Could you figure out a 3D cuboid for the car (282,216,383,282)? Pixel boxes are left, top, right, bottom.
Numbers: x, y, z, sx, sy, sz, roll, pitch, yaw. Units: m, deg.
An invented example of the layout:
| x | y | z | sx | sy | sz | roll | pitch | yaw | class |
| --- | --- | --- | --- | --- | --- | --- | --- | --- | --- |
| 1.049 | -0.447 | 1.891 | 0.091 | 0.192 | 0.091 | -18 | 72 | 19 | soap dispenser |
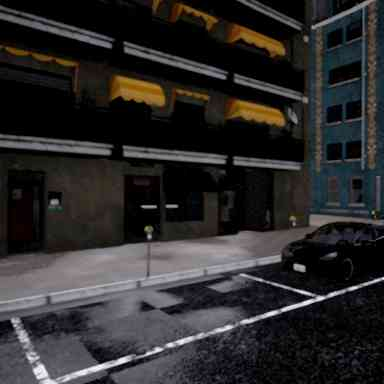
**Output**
| x | y | z | sx | sy | sz | roll | pitch | yaw | class |
| --- | --- | --- | --- | --- | --- | --- | --- | --- | --- |
| 4.536 | 1.574 | 9.786 | 4.313 | 1.339 | 1.947 | 0 | 0 | -35 | car |
